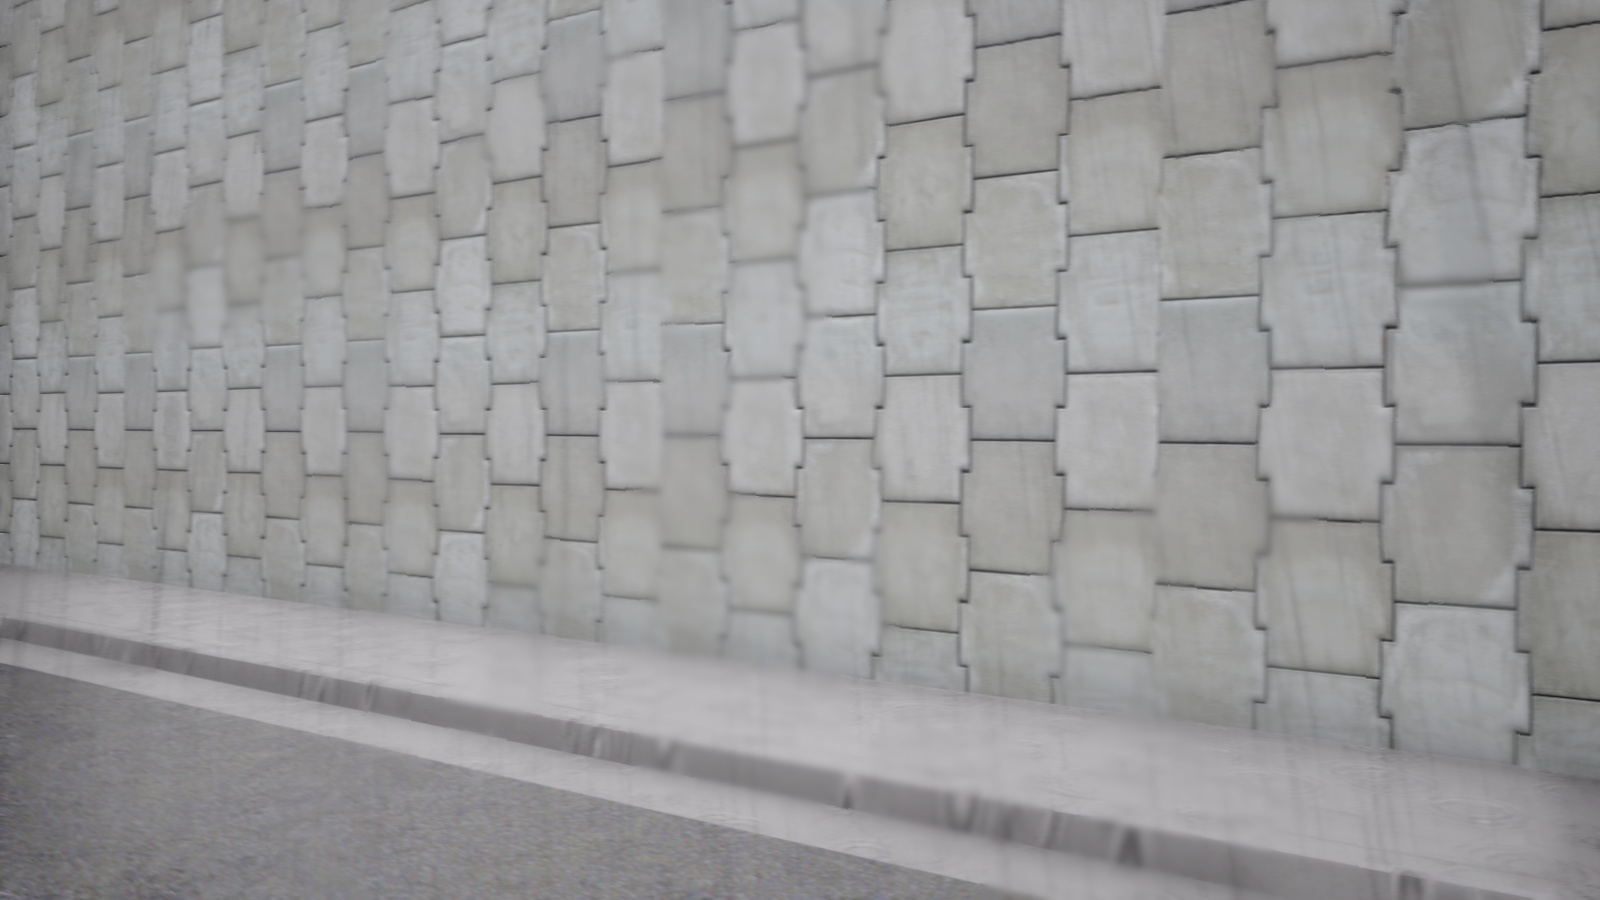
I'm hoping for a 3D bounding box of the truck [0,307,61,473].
[{"bbox_3d":[-19.717,-0.946,24.894,2.891,3.462,7.936,0,6,35],"label":"truck"}]
